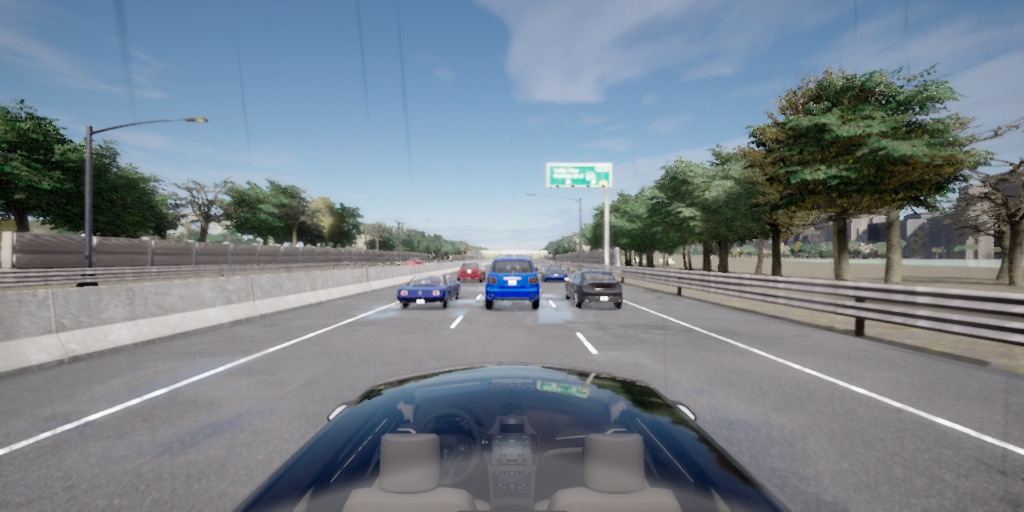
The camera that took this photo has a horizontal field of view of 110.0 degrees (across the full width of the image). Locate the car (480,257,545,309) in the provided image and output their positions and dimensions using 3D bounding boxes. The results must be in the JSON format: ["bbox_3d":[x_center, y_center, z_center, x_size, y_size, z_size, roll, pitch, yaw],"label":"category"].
[{"bbox_3d":[0.025,1.080,15.805,2.150,2.045,5.566,0,0,0],"label":"car"}]

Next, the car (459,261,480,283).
[{"bbox_3d":[-3.403,1.309,30.856,2.097,1.767,4.553,0,-1,0],"label":"car"}]

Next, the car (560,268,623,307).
[{"bbox_3d":[3.530,1.373,16.080,1.837,1.490,4.892,0,0,0],"label":"car"}]

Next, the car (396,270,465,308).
[{"bbox_3d":[-3.474,1.464,15.909,1.895,1.301,4.718,0,0,0],"label":"car"}]

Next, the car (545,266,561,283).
[{"bbox_3d":[3.600,1.525,31.013,1.994,1.385,4.181,0,0,1],"label":"car"}]
